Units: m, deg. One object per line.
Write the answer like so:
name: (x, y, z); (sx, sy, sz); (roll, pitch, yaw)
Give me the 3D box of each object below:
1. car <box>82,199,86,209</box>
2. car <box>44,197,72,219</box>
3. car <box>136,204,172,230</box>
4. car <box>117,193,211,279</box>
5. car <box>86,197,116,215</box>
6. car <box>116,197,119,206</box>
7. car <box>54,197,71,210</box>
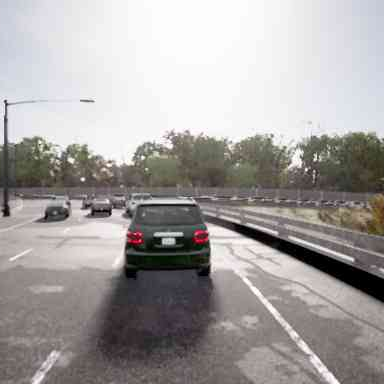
car: (-13.338, 1.467, 43.854); (1.895, 1.301, 4.718); (0, 0, -23)
car: (-11.280, 1.441, 28.185); (1.812, 1.442, 4.674); (0, 0, -15)
car: (-2.581, 1.531, 21.645); (1.895, 1.301, 4.718); (0, 0, -11)
car: (-0.780, 1.188, 10.160); (2.150, 2.045, 5.566); (0, 0, -5)
car: (-8.836, 1.388, 32.172); (2.128, 1.511, 4.902); (0, 0, -18)
car: (-9.981, 1.350, 44.863); (2.128, 1.511, 4.902); (0, 0, -23)
car: (-16.864, 1.376, 43.124); (1.837, 1.490, 4.892); (0, 0, -24)
